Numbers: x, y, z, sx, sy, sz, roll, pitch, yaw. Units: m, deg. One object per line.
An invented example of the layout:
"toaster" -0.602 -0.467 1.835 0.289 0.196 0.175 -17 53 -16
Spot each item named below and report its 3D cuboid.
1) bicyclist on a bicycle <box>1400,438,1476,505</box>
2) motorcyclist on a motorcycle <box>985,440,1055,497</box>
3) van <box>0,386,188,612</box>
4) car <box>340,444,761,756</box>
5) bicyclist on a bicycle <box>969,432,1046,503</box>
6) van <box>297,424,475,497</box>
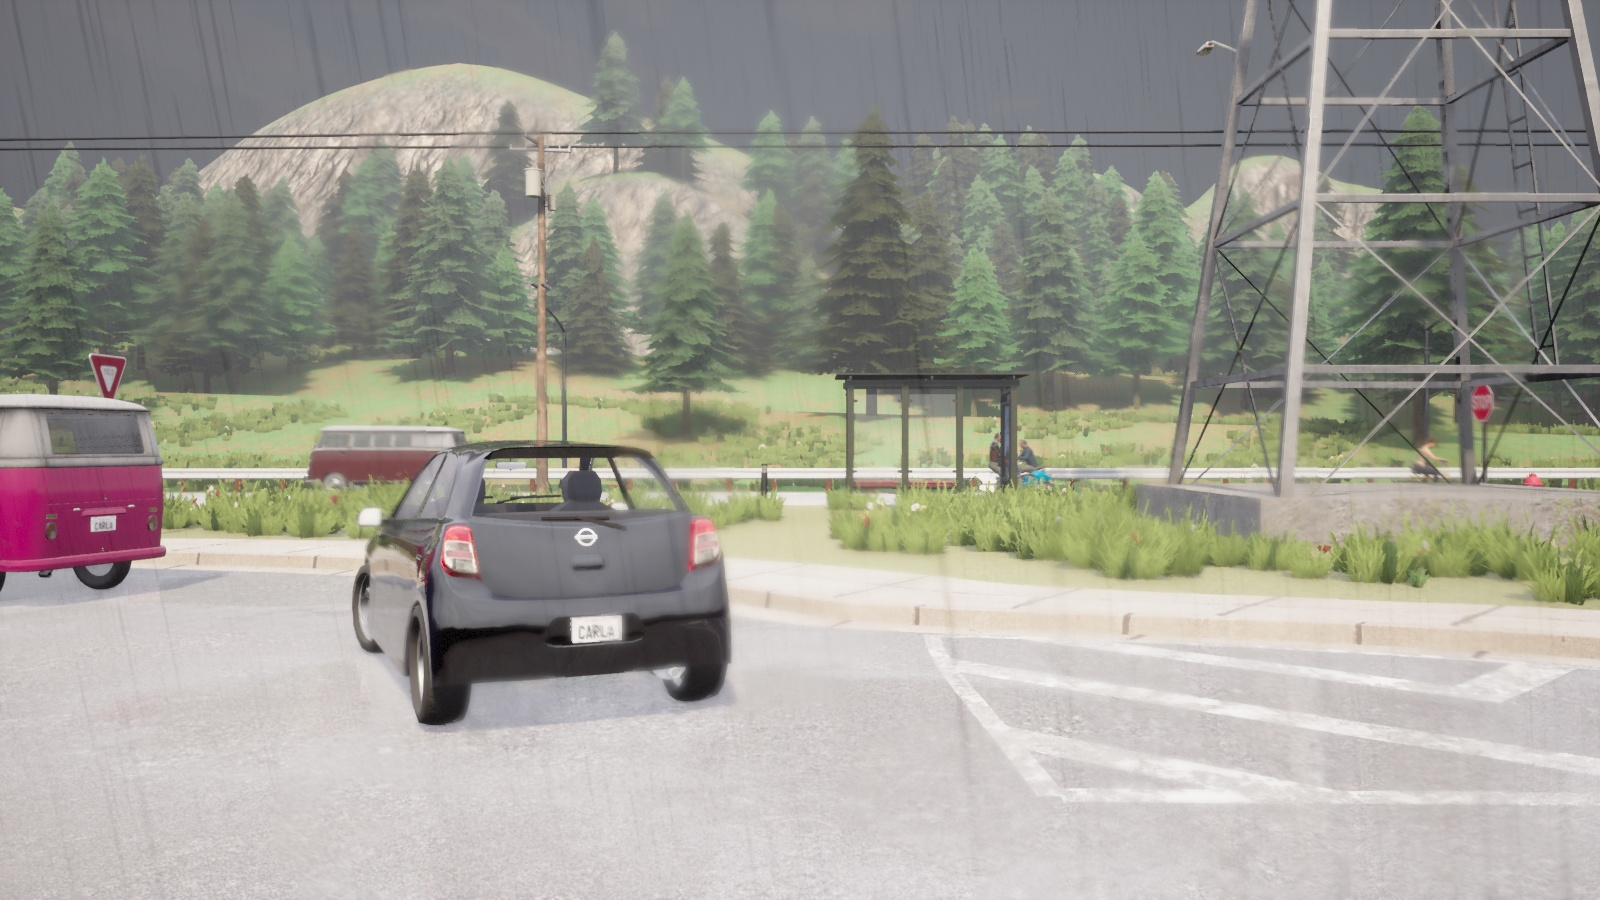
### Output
"bicyclist on a bicycle" 15.912 0.519 31.355 1.509 1.612 0.866 0 2 11
"motorcyclist on a motorcycle" 6.166 0.506 35.240 1.817 1.590 0.866 0 0 1
"van" -8.610 0.422 12.534 4.442 1.987 1.775 0 0 16
"car" -1.817 0.713 8.088 1.845 1.501 3.633 0 0 -25
"bicyclist on a bicycle" 5.240 0.442 31.757 1.843 1.776 0.659 0 0 1
"van" -11.649 0.290 35.521 4.442 1.987 1.775 0 0 1
